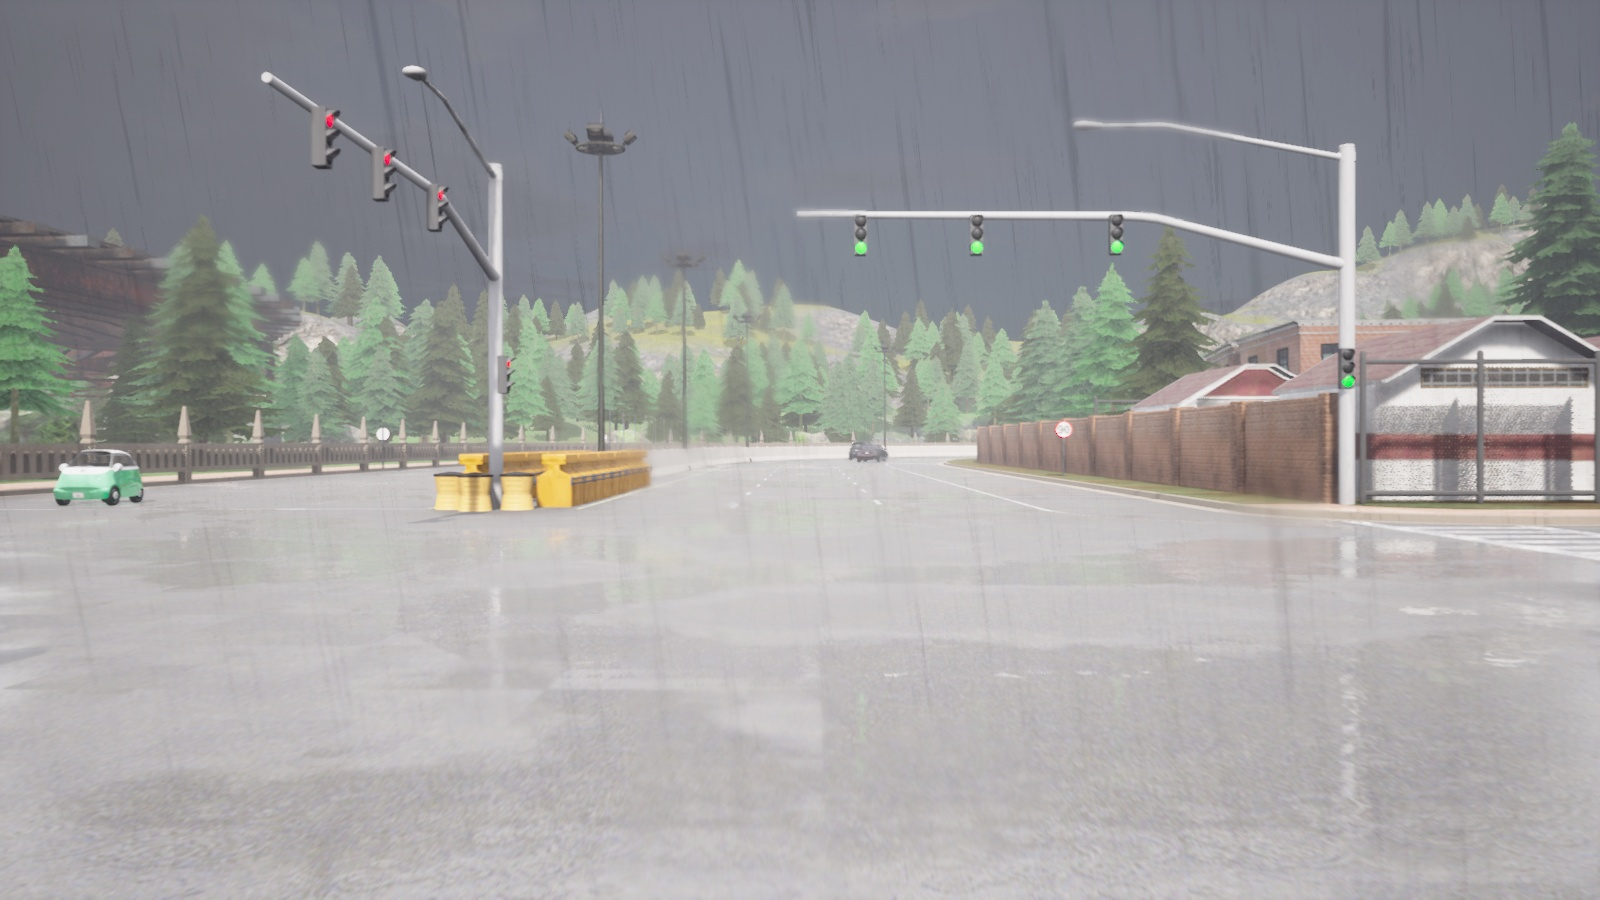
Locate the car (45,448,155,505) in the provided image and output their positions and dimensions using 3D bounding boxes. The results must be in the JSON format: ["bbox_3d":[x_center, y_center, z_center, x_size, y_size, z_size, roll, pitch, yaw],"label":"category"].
[{"bbox_3d":[-17.304,0.630,31.118,1.481,1.376,2.207,0,0,0],"label":"car"}]

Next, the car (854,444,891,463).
[{"bbox_3d":[5.675,0.256,97.454,2.033,1.411,5.357,0,0,13],"label":"car"}]
